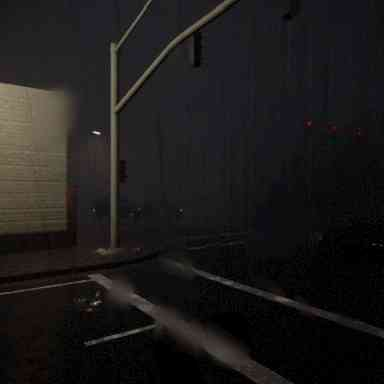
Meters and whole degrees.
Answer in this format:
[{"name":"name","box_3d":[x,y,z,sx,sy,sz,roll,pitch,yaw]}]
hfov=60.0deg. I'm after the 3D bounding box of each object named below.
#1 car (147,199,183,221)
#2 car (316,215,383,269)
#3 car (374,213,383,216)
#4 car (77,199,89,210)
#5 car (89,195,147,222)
[{"name":"car","box_3d":[-2.679,1.409,27.912,2.097,1.767,4.553,0,0,-36]},{"name":"car","box_3d":[5.901,1.590,9.898,1.994,1.385,4.181,0,0,-36]},{"name":"car","box_3d":[8.343,1.520,12.499,2.128,1.511,4.902,0,0,-36]},{"name":"car","box_3d":[-14.092,1.628,44.028,1.994,1.385,4.181,0,0,-36]},{"name":"car","box_3d":[-6.004,1.275,26.541,2.150,2.045,5.566,0,0,-35]}]
